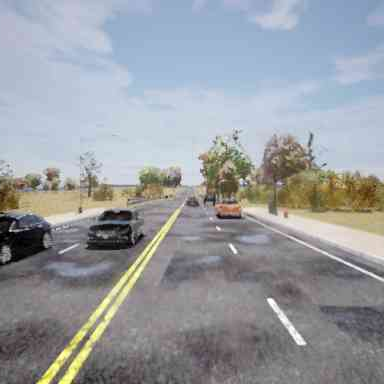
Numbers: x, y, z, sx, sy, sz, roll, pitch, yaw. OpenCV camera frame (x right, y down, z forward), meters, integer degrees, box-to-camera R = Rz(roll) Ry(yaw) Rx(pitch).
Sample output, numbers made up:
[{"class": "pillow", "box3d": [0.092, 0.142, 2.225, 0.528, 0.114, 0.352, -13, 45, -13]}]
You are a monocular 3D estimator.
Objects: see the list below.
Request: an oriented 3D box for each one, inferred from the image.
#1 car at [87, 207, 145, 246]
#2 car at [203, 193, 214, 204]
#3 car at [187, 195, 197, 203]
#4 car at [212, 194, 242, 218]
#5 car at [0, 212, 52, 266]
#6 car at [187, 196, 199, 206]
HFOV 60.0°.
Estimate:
[{"class": "car", "box3d": [-3.324, 1.500, 15.264, 1.837, 1.490, 4.892, 0, 0, 0]}, {"class": "car", "box3d": [3.251, 1.184, 61.852, 2.150, 2.045, 5.566, 0, 0, 0]}, {"class": "car", "box3d": [0.001, 1.487, 71.361, 2.033, 1.411, 5.357, 0, 0, 0]}, {"class": "car", "box3d": [3.251, 1.355, 30.308, 2.097, 1.767, 4.553, 0, 0, 0]}, {"class": "car", "box3d": [-6.586, 1.501, 11.647, 1.837, 1.490, 4.892, 0, 0, 0]}, {"class": "car", "box3d": [0.101, 1.494, 54.676, 1.812, 1.442, 4.674, 0, 0, 0]}]
